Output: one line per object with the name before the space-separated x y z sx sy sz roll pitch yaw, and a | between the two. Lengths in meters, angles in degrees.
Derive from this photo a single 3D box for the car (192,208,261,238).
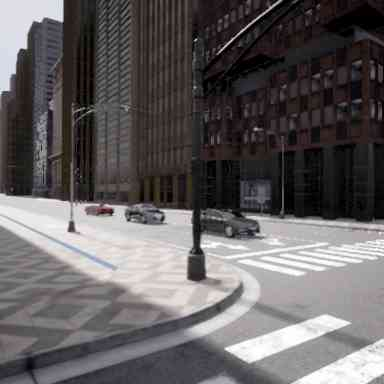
car | 1.893 1.731 19.479 1.837 1.490 4.892 1 -1 -35

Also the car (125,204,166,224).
car | -3.974 1.771 27.799 2.128 1.511 4.902 1 -1 -35

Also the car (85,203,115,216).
car | -10.182 1.932 36.629 1.895 1.301 4.718 1 -1 -35
